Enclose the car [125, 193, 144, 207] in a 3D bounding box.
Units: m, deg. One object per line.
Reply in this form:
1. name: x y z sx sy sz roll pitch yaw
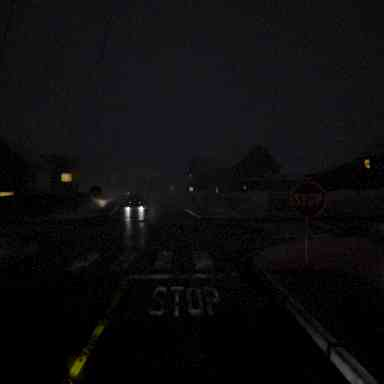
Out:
1. car: -6.687 0.974 38.782 1.837 1.490 4.892 0 3 -11
